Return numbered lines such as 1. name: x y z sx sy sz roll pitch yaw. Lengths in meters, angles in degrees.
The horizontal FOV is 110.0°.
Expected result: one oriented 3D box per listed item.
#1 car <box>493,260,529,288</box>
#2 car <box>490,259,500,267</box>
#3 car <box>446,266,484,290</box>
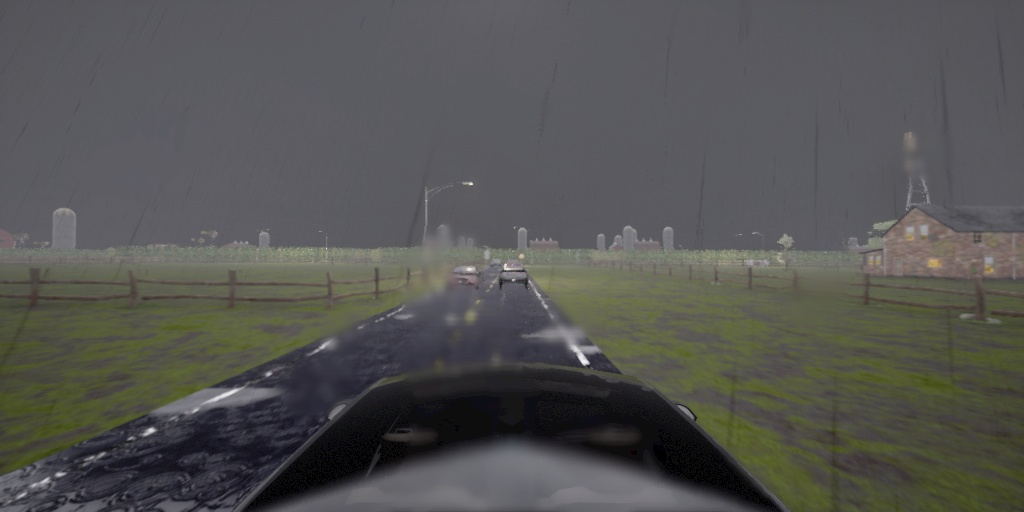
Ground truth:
1. car: 0.100 1.243 23.854 2.128 1.511 4.902 0 0 0
2. car: -2.775 1.231 63.870 1.837 1.490 4.892 0 0 1
3. car: -2.848 1.315 22.402 1.994 1.385 4.181 0 0 0
